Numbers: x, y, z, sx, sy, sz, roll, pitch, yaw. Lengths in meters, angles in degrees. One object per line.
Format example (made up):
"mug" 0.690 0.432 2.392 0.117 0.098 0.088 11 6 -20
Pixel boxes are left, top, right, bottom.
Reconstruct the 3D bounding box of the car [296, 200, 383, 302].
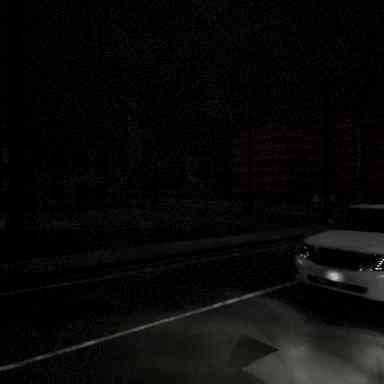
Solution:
"car" 4.827 1.248 8.038 5.566 2.045 2.150 0 0 -39
